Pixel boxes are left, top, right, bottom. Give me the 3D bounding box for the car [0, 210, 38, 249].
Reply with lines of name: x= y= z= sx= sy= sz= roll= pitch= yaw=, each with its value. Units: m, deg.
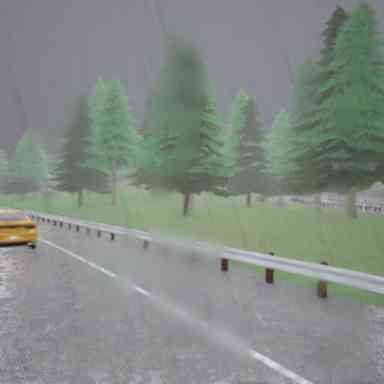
car: x=-7.921 y=1.482 z=13.983 sx=1.882 sy=1.535 sz=5.008 roll=0 pitch=0 yaw=-37
